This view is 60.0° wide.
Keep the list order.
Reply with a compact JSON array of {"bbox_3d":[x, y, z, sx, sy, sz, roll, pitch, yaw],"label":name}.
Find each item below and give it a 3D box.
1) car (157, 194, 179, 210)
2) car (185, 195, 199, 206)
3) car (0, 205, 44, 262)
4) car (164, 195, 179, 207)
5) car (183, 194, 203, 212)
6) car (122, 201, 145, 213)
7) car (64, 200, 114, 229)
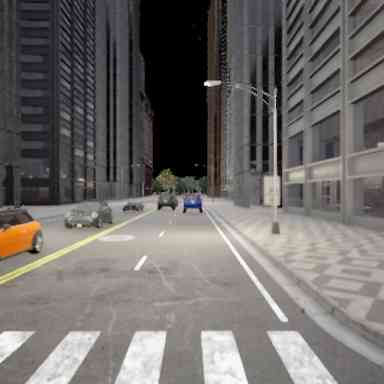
[{"bbox_3d":[-3.257,1.276,43.386,2.150,2.045,5.566,0,0,0],"label":"car"},{"bbox_3d":[0.046,1.428,56.620,2.097,1.767,4.553,0,0,3],"label":"car"},{"bbox_3d":[-6.598,1.365,10.537,2.097,1.767,4.553,0,0,0],"label":"car"},{"bbox_3d":[-3.258,1.424,53.977,2.097,1.767,4.553,0,0,0],"label":"car"},{"bbox_3d":[0.095,1.270,39.304,2.150,2.045,5.566,0,0,0],"label":"car"},{"bbox_3d":[-6.577,1.647,37.574,1.895,1.301,4.718,0,0,0],"label":"car"},{"bbox_3d":[-6.597,1.377,21.738,2.097,1.767,4.553,0,0,0],"label":"car"}]
